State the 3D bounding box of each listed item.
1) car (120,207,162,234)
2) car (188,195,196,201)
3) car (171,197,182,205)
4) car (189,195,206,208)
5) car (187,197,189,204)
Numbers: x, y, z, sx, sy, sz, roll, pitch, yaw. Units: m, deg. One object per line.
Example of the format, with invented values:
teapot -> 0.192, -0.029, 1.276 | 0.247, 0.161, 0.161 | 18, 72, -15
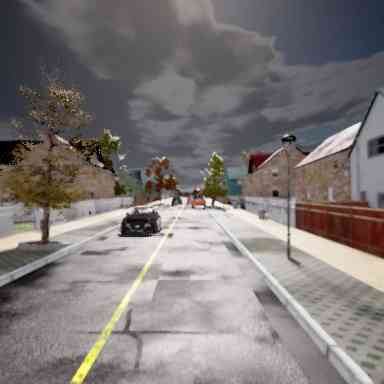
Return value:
car -> -2.834, 1.596, 19.262 | 1.994, 1.385, 4.181 | 0, 0, 0
car -> 0.063, 1.569, 84.435 | 2.033, 1.411, 5.357 | 0, 0, 0
car -> -2.741, 1.637, 60.401 | 1.812, 1.442, 4.674 | 0, 0, 1
car -> 0.959, 1.384, 49.228 | 2.097, 1.767, 4.553 | -3, -1, 0
car -> 0.050, 1.467, 67.237 | 2.097, 1.767, 4.553 | 0, 0, 0
